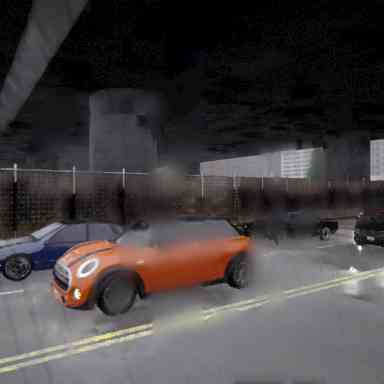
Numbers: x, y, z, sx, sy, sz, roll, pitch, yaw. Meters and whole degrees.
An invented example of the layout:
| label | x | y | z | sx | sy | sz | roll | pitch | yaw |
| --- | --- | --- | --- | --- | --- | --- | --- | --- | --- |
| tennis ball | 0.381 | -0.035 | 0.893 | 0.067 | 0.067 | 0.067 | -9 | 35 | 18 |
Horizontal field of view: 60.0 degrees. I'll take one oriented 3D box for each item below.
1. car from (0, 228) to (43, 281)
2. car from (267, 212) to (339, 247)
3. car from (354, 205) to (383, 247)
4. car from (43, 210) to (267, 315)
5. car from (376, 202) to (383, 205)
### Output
| label | x | y | z | sx | sy | sz | roll | pitch | yaw |
| --- | --- | --- | --- | --- | --- | --- | --- | --- | --- |
| car | -3.474 | 1.547 | 10.029 | 5.357 | 1.411 | 2.033 | 0 | 0 | -33 |
| car | 4.547 | 1.601 | 15.288 | 4.718 | 1.301 | 1.895 | 0 | 0 | -33 |
| car | 8.818 | 1.478 | 13.902 | 5.008 | 1.535 | 1.882 | 0 | 0 | -33 |
| car | -0.727 | 1.352 | 7.647 | 4.553 | 1.767 | 2.097 | 0 | 0 | -33 |
| car | 12.053 | 1.352 | 20.200 | 4.553 | 1.767 | 2.097 | 0 | 0 | -33 |
